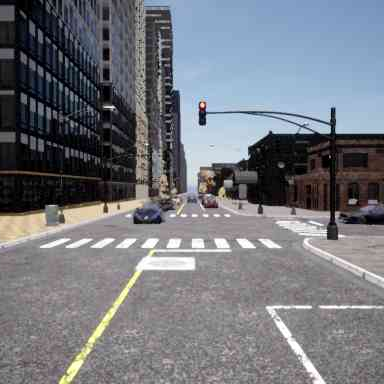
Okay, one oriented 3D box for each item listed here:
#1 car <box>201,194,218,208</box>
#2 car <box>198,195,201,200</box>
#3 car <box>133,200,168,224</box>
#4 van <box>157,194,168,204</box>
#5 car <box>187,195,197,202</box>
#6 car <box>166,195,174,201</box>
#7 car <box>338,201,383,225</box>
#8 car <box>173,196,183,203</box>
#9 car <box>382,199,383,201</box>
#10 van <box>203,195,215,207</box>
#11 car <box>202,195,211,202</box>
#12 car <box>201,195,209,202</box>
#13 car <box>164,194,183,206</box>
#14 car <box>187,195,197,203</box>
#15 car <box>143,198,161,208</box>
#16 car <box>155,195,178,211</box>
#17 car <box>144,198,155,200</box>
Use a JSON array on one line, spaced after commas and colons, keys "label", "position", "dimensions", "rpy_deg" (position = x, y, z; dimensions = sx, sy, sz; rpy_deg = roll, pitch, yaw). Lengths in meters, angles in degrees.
[{"label": "car", "position": [2.687, 1.429, 47.513], "dimensions": [1.967, 1.590, 4.097], "rpy_deg": [-1, 0, 0]}, {"label": "car", "position": [2.688, 1.302, 58.801], "dimensions": [2.192, 1.841, 5.009], "rpy_deg": [-1, 0, 0]}, {"label": "car", "position": [-3.097, 1.557, 24.504], "dimensions": [1.994, 1.385, 4.181], "rpy_deg": [0, 0, 0]}, {"label": "van", "position": [-5.658, 1.327, 64.502], "dimensions": [1.690, 1.788, 3.998], "rpy_deg": [-1, 0, 0]}, {"label": "car", "position": [0.018, 1.430, 78.857], "dimensions": [2.128, 1.511, 4.902], "rpy_deg": [0, 0, 0]}, {"label": "car", "position": [-5.650, 1.508, 86.909], "dimensions": [1.752, 1.417, 4.829], "rpy_deg": [-1, 0, 0]}, {"label": "car", "position": [13.851, 1.662, 24.691], "dimensions": [5.357, 1.411, 2.033], "rpy_deg": [1, 1, 2]}, {"label": "car", "position": [-2.984, 1.523, 70.989], "dimensions": [1.994, 1.385, 4.181], "rpy_deg": [0, 0, 0]}, {"label": "car", "position": [16.532, 1.415, 27.221], "dimensions": [5.009, 1.841, 2.192], "rpy_deg": [1, 0, 1]}, {"label": "van", "position": [2.687, 1.329, 53.158], "dimensions": [1.690, 1.788, 3.998], "rpy_deg": [-1, 0, 0]}, {"label": "car", "position": [3.162, 1.488, 73.421], "dimensions": [1.837, 1.490, 4.892], "rpy_deg": [0, 0, 0]}, {"label": "car", "position": [3.164, 1.487, 80.422], "dimensions": [1.837, 1.490, 4.892], "rpy_deg": [0, 0, 0]}, {"label": "car", "position": [-3.073, 1.339, 55.716], "dimensions": [2.097, 1.767, 4.553], "rpy_deg": [0, 0, 0]}, {"label": "car", "position": [0.015, 1.339, 70.043], "dimensions": [2.097, 1.767, 4.553], "rpy_deg": [0, 0, 0]}, {"label": "car", "position": [-5.658, 1.554, 47.569], "dimensions": [1.947, 1.339, 4.313], "rpy_deg": [-1, 0, 0]}, {"label": "car", "position": [-3.091, 1.494, 41.140], "dimensions": [1.837, 1.490, 4.892], "rpy_deg": [0, 0, 0]}, {"label": "car", "position": [-5.831, 1.515, 41.756], "dimensions": [1.752, 1.417, 4.829], "rpy_deg": [-1, 0, 0]}]
